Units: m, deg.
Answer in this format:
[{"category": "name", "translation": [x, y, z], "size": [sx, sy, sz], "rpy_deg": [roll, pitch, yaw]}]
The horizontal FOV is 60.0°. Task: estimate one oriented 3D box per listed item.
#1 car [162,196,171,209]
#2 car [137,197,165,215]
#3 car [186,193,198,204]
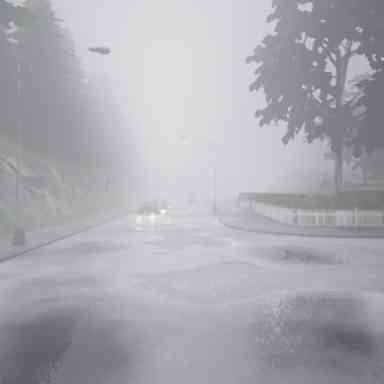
[{"category": "car", "translation": [-4.088, 1.406, 41.938], "size": [1.994, 1.385, 4.181], "rpy_deg": [0, 0, 0]}, {"category": "car", "translation": [-4.089, 1.441, 32.497], "size": [1.994, 1.385, 4.181], "rpy_deg": [0, 0, 0]}, {"category": "car", "translation": [-0.001, 1.306, 58.345], "size": [1.812, 1.442, 4.674], "rpy_deg": [0, 0, 0]}]
